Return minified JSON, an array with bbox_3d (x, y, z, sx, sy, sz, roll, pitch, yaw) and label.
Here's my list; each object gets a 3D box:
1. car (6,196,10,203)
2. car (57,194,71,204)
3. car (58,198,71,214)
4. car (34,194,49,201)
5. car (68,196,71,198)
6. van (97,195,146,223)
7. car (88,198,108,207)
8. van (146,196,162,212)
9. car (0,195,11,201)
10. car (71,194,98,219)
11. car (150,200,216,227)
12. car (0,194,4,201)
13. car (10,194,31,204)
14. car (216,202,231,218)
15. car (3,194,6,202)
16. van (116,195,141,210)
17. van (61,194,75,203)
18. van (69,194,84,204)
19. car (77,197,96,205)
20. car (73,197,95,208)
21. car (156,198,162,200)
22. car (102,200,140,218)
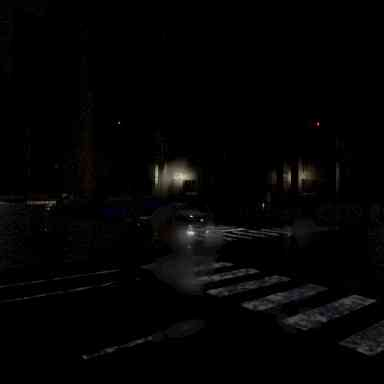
[{"bbox_3d":[-35.080,1.405,66.280,1.967,1.590,4.097,0,0,-36],"label":"car"},{"bbox_3d":[-22.386,1.529,58.460,2.033,1.411,5.357,0,0,-36],"label":"car"},{"bbox_3d":[-11.930,1.549,33.977,1.802,1.307,4.206,0,0,-36],"label":"car"},{"bbox_3d":[-38.073,1.306,85.093,2.192,1.841,5.009,0,0,-36],"label":"car"},{"bbox_3d":[-12.837,1.520,39.826,2.033,1.411,5.357,0,0,-36],"label":"car"},{"bbox_3d":[-5.315,1.315,24.748,1.690,1.788,3.998,0,0,-36],"label":"van"},{"bbox_3d":[-14.923,1.571,52.788,1.802,1.307,4.206,0,0,-36],"label":"car"},{"bbox_3d":[-5.001,1.333,38.945,1.690,1.788,3.998,0,0,-36],"label":"van"},{"bbox_3d":[-44.902,1.491,79.985,1.752,1.417,4.829,0,0,-36],"label":"car"},{"bbox_3d":[-8.621,1.285,29.363,2.192,1.841,5.009,0,0,-36],"label":"car"},{"bbox_3d":[-0.746,1.510,22.958,1.812,1.442,4.674,0,0,-36],"label":"car"},{"bbox_3d":[-41.694,1.531,75.509,1.947,1.339,4.313,0,0,-36],"label":"car"},{"bbox_3d":[-31.773,1.515,61.665,2.008,1.369,4.403,0,0,-36],"label":"car"},{"bbox_3d":[1.613,1.550,29.715,2.008,1.369,4.403,0,0,-36],"label":"car"},{"bbox_3d":[-38.288,1.490,70.756,1.752,1.417,4.829,0,0,-36],"label":"car"},{"bbox_3d":[-8.308,1.331,43.560,1.690,1.788,3.998,0,0,-36],"label":"van"},{"bbox_3d":[-24.845,1.331,66.634,1.690,1.788,3.998,0,0,-36],"label":"van"},{"bbox_3d":[-21.537,1.331,62.019,1.690,1.788,3.998,0,0,-36],"label":"van"},{"bbox_3d":[-18.231,1.571,57.403,1.802,1.307,4.206,0,0,-36],"label":"car"},{"bbox_3d":[-16.375,1.506,50.159,1.812,1.442,4.674,0,0,-35],"label":"car"},{"bbox_3d":[-1.694,1.577,34.330,1.802,1.307,4.206,0,0,-36],"label":"car"},{"bbox_3d":[-6.727,1.503,31.289,1.812,1.442,4.674,0,0,-35],"label":"car"}]
